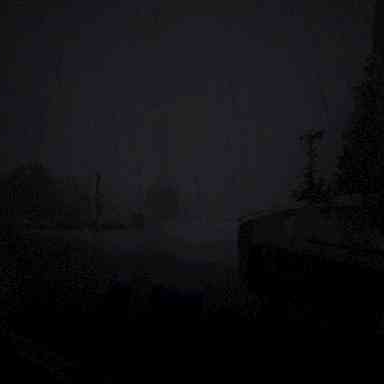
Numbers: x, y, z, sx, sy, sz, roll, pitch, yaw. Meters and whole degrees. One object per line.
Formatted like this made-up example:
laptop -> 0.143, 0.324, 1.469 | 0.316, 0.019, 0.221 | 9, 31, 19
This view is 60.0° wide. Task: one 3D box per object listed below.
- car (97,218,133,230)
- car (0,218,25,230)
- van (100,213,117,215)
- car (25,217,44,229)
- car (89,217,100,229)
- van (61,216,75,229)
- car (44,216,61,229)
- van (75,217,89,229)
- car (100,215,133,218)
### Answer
car -> -11.856, 5.181, 51.597 | 1.882, 1.535, 5.008 | -1, -6, 24
car -> -25.235, 4.228, 44.016 | 4.674, 1.452, 2.002 | 0, -5, 5
van -> -23.062, 7.606, 92.407 | 1.878, 1.987, 4.442 | 0, 1, 10
car -> -23.988, 4.513, 46.761 | 4.674, 1.452, 2.002 | 0, -6, 5
car -> -18.929, 5.611, 57.696 | 4.892, 1.521, 2.231 | 0, -5, 5
van -> -21.341, 4.817, 52.247 | 4.442, 1.987, 1.878 | 0, -6, 5
car -> -22.908, 4.754, 49.512 | 5.366, 1.575, 1.946 | 0, -5, 5
van -> -20.079, 5.102, 54.985 | 4.442, 1.987, 1.878 | 0, -6, 5
car -> -15.177, 6.212, 65.916 | 5.566, 2.045, 2.435 | 0, -5, 5
